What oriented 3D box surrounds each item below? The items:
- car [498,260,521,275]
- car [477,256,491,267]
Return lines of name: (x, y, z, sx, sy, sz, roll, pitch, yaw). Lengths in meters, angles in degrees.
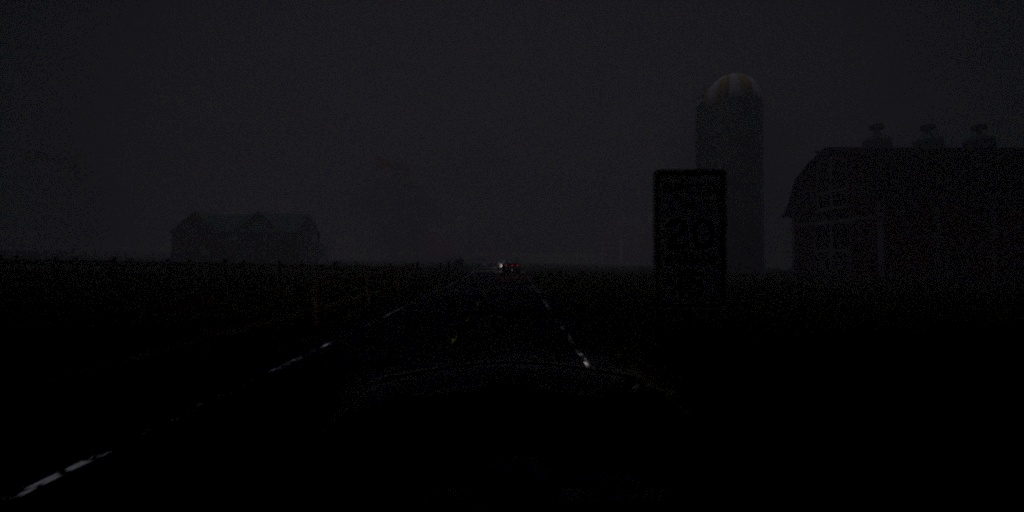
car: (-0.068, 1.099, 36.075, 2.128, 1.511, 4.902, 0, 0, -2)
car: (-4.051, 0.719, 50.945, 2.033, 1.411, 5.357, 0, 0, -8)
